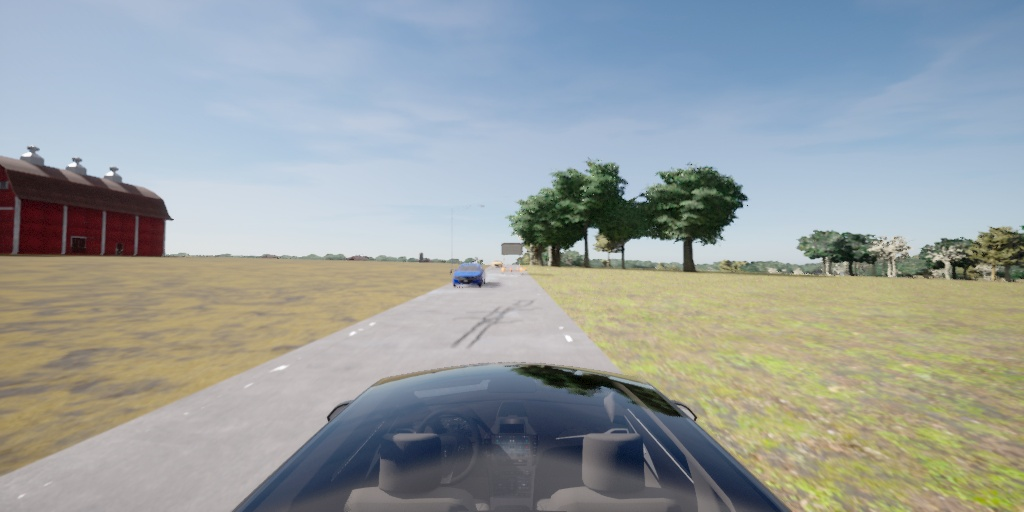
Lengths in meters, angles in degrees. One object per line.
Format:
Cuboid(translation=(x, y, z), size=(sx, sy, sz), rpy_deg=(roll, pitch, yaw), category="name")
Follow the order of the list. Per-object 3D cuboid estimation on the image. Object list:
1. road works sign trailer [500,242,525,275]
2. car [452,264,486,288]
Cuboid(translation=(0.002, 0.280, 39.507), size=(2.380, 3.560, 2.880), rpy_deg=(0, 0, 0), category="road works sign trailer")
Cuboid(translation=(-2.834, 1.259, 24.498), size=(1.882, 1.535, 5.008), rpy_deg=(0, 0, 0), category="car")
